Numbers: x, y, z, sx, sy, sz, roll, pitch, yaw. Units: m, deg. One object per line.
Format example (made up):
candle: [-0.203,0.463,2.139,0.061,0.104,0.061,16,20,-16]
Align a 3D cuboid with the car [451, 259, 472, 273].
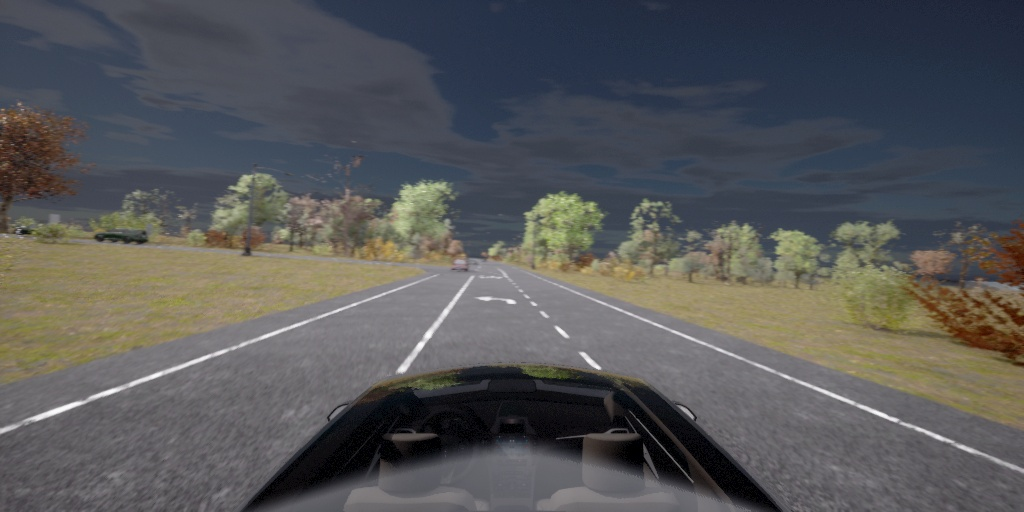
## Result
car: [-6.061,1.129,42.257,1.812,1.442,4.674,4,2,-4]
